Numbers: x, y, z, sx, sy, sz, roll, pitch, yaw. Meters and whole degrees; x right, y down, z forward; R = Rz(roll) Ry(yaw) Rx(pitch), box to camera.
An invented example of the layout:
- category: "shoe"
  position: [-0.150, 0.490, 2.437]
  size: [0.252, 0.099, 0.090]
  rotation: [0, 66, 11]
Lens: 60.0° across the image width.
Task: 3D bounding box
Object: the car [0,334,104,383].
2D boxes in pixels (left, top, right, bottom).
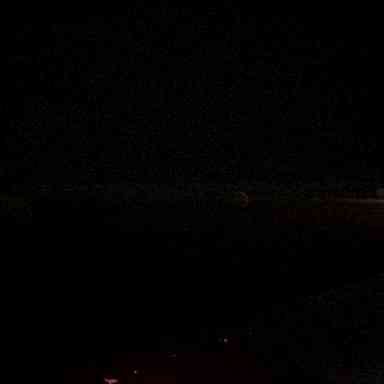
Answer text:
- category: "car"
  position: [-2.570, 1.537, 1.229]
  size: [4.674, 1.442, 1.812]
  rotation: [0, 0, -35]
